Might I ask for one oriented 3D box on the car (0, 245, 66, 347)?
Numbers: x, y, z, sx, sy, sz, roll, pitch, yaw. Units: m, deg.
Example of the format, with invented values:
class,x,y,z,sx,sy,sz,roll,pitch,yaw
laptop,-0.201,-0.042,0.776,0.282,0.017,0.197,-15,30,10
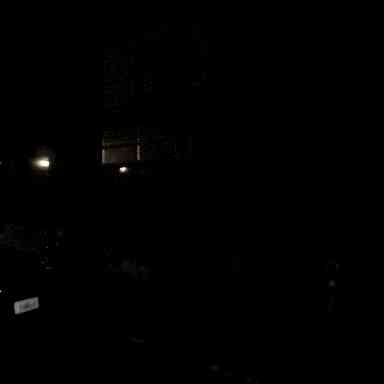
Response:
class,x,y,z,sx,sy,sz,roll,pitch,yaw
car,-3.960,1.607,5.787,4.313,1.339,1.947,0,0,36
